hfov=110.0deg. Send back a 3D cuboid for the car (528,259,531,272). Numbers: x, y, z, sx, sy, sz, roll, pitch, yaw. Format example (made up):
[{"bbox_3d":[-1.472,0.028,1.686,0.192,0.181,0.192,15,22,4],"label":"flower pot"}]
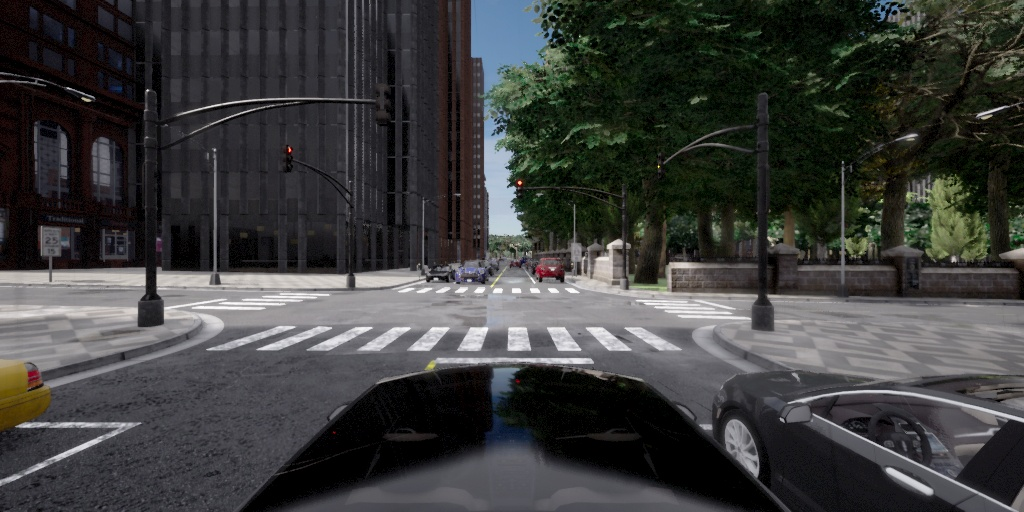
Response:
[{"bbox_3d":[3.058,1.338,39.320,1.948,1.339,4.313,0,0,0],"label":"car"}]

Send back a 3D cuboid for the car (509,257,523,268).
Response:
[{"bbox_3d":[0.556,1.323,61.281,1.812,1.442,4.674,0,0,0],"label":"car"}]

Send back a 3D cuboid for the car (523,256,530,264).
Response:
[{"bbox_3d":[3.188,1.231,55.689,1.967,1.591,4.097,0,0,0],"label":"car"}]

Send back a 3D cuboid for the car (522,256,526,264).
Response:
[{"bbox_3d":[3.231,1.237,61.145,1.967,1.591,4.097,0,0,0],"label":"car"}]

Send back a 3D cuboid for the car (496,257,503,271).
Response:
[{"bbox_3d":[-2.722,1.273,48.697,2.128,1.511,4.902,0,0,0],"label":"car"}]

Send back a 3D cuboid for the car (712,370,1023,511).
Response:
[{"bbox_3d":[2.760,1.300,1.744,2.007,1.370,4.403,0,0,0],"label":"car"}]

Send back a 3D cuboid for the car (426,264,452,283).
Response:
[{"bbox_3d":[-5.553,1.326,28.466,1.948,1.339,4.313,0,0,0],"label":"car"}]

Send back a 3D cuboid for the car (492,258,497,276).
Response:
[{"bbox_3d":[-2.823,1.274,37.003,1.837,1.490,4.892,0,0,1],"label":"car"}]

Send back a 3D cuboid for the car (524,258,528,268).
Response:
[{"bbox_3d":[3.145,1.335,50.233,2.007,1.370,4.403,0,0,0],"label":"car"}]

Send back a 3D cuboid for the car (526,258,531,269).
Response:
[{"bbox_3d":[3.101,1.329,44.776,2.007,1.370,4.403,0,0,0],"label":"car"}]

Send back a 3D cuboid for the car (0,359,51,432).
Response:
[{"bbox_3d":[-5.766,1.275,1.632,1.751,1.417,4.829,0,0,0],"label":"car"}]

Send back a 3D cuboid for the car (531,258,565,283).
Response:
[{"bbox_3d":[2.972,1.075,28.408,2.192,1.841,5.009,0,0,0],"label":"car"}]

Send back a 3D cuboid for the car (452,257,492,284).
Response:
[{"bbox_3d":[-2.903,1.112,26.869,2.097,1.767,4.553,0,0,0],"label":"car"}]
